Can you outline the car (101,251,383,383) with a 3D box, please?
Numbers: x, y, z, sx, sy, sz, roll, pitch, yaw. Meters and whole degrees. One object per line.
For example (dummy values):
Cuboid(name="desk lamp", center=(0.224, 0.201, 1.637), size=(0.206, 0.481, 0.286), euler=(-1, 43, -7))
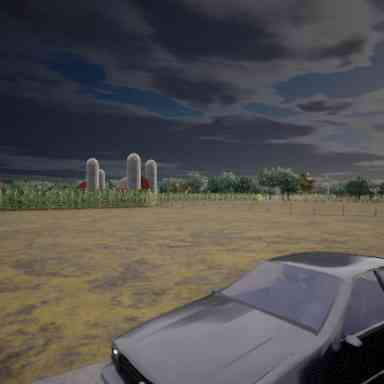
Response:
Cuboid(name="car", center=(1.696, 1.549, 4.280), size=(5.357, 1.411, 2.033), euler=(0, 0, -35))
